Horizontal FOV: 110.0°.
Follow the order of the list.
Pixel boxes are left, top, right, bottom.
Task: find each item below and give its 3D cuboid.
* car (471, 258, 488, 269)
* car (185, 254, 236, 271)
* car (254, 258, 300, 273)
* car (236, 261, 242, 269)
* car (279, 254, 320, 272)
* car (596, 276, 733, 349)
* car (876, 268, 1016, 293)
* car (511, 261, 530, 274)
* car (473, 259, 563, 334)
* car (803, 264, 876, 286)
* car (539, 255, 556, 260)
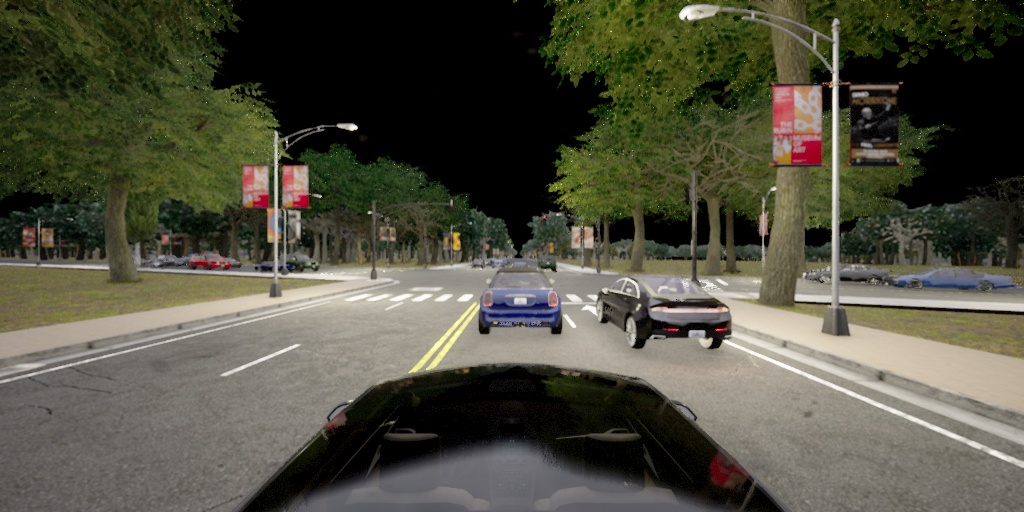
[{"bbox_3d":[-5.337,1.221,57.189,1.837,1.490,4.892,0,0,2],"label":"car"},{"bbox_3d":[-37.345,0.742,44.338,5.566,2.045,2.150,1,1,24],"label":"car"},{"bbox_3d":[-25.855,1.194,39.130,4.718,1.301,1.895,0,0,27],"label":"car"},{"bbox_3d":[-38.767,1.015,48.585,4.892,1.490,1.837,0,0,25],"label":"car"},{"bbox_3d":[-25.347,0.808,42.484,5.566,2.045,2.150,0,0,25],"label":"car"},{"bbox_3d":[3.468,1.237,9.104,2.128,1.511,4.902,0,0,1],"label":"car"},{"bbox_3d":[27.131,1.455,22.547,5.357,1.411,2.033,0,0,24],"label":"car"},{"bbox_3d":[0.950,1.267,41.437,2.033,1.411,5.357,0,0,1],"label":"car"},{"bbox_3d":[0.239,1.096,10.707,2.097,1.767,4.553,0,0,1],"label":"car"},{"bbox_3d":[25.069,1.374,27.043,4.902,1.511,2.128,0,0,24],"label":"car"},{"bbox_3d":[4.252,0.946,44.393,2.150,2.045,5.566,0,0,1],"label":"car"}]
